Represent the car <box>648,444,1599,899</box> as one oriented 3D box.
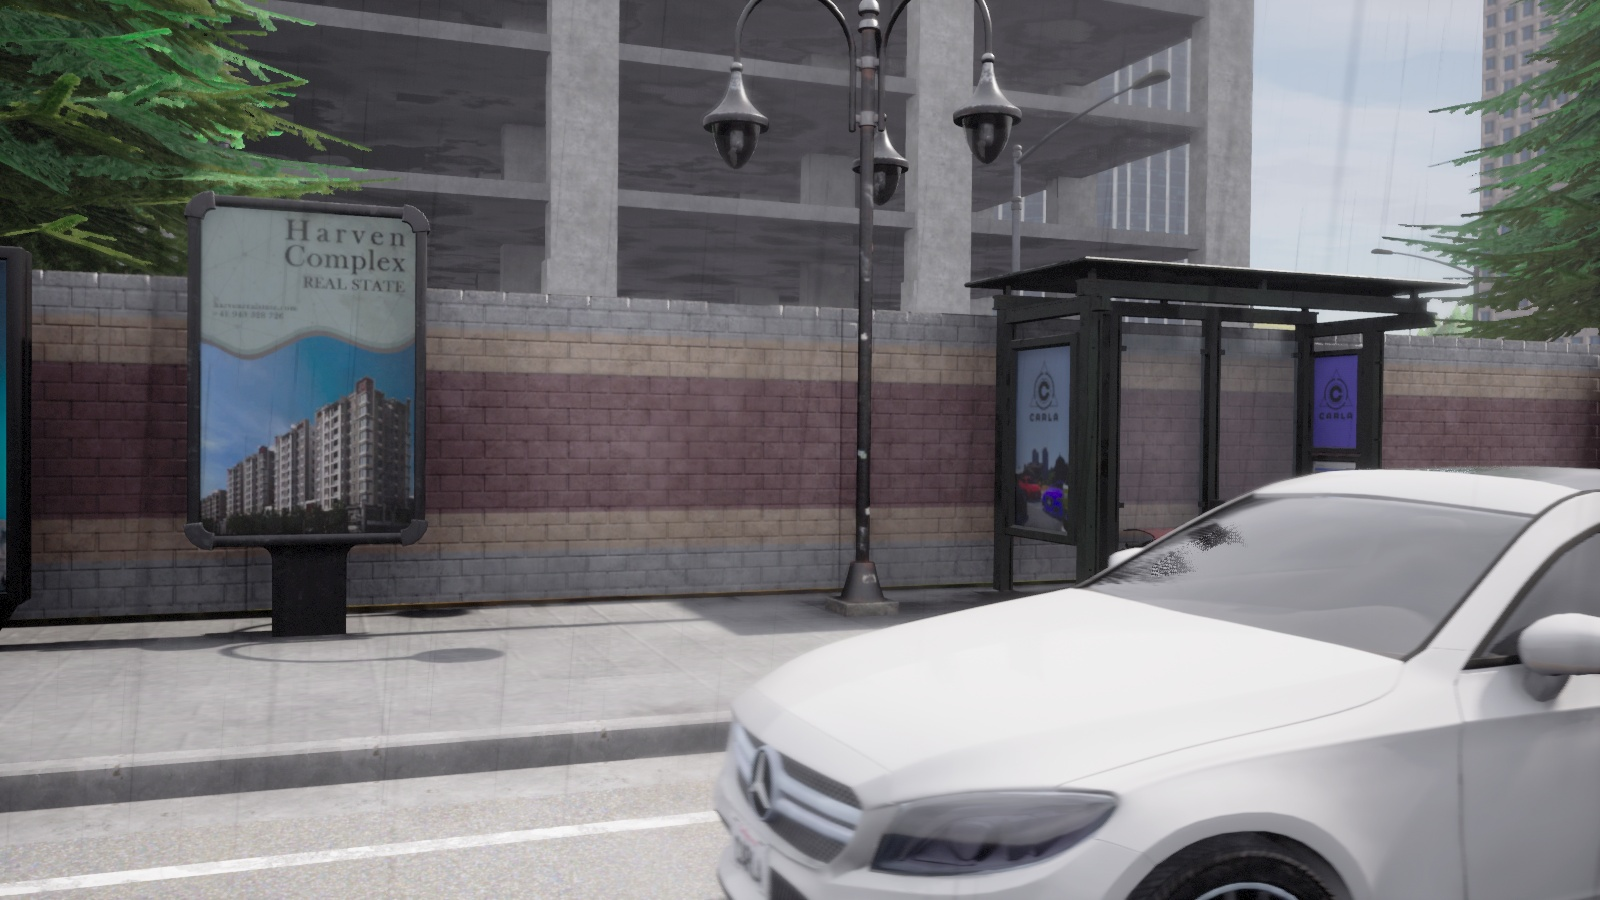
[{"bbox_3d":[2.028,0.737,4.011,4.674,1.442,1.812,-1,1,-21],"label":"car"}]
